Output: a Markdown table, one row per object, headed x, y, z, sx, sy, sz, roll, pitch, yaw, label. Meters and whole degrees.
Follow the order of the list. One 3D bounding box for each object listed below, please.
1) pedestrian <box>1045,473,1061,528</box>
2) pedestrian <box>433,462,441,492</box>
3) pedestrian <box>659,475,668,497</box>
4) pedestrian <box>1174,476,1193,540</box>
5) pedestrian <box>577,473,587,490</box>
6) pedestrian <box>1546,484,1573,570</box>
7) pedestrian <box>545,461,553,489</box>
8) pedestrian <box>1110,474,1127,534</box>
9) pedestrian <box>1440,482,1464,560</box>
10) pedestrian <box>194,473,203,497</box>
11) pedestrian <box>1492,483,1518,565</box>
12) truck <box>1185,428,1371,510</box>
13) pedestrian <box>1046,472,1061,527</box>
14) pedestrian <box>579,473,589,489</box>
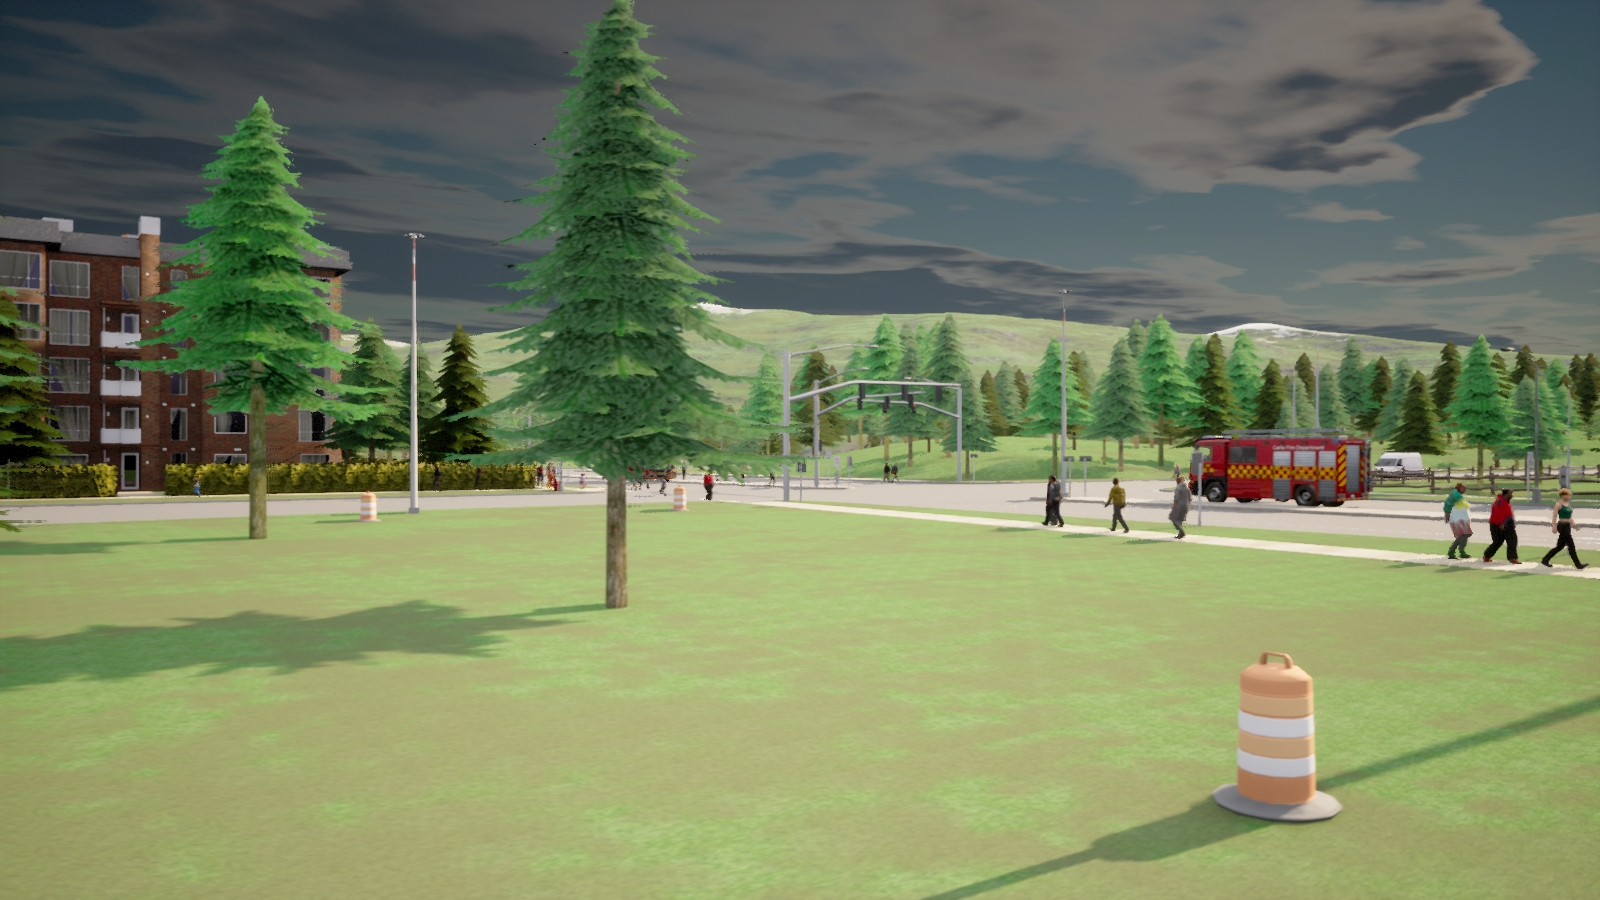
| x | y | z | sx | sy | sz | roll | pitch | yaw | label |
| --- | --- | --- | --- | --- | --- | --- | --- | --- | --- |
| 8.579 | 1.698 | 38.740 | 0.375 | 1.860 | 0.375 | 0 | 0 | -31 | pedestrian |
| -22.880 | 1.698 | 71.939 | 0.375 | 1.860 | 0.375 | 0 | 0 | -35 | pedestrian |
| -8.239 | 2.156 | 69.025 | 0.375 | 1.300 | 0.375 | 0 | 0 | -41 | pedestrian |
| 11.312 | 1.698 | 33.734 | 0.375 | 1.860 | 0.375 | 0 | 0 | -28 | pedestrian |
| -14.531 | 2.078 | 76.193 | 0.500 | 1.100 | 0.500 | 0 | 0 | -33 | pedestrian |
| 16.852 | 1.698 | 25.346 | 0.375 | 1.860 | 0.375 | 0 | 0 | -28 | pedestrian |
| -16.825 | 1.698 | 76.587 | 0.375 | 1.860 | 0.375 | 0 | 0 | -34 | pedestrian |
| 10.050 | 1.698 | 36.041 | 0.375 | 1.860 | 0.375 | 0 | 0 | -29 | pedestrian |
| 15.691 | 1.699 | 27.494 | 0.375 | 1.860 | 0.375 | 0 | 0 | -29 | pedestrian |
| -33.909 | 1.977 | 64.407 | 0.375 | 1.300 | 0.375 | 0 | 0 | -36 | pedestrian |
| 16.282 | 1.698 | 26.388 | 0.375 | 1.860 | 0.375 | 0 | 0 | -28 | pedestrian |
| 24.060 | 0.894 | 58.024 | 2.891 | 3.827 | 8.468 | 0 | 0 | -34 | truck |
| 8.762 | 1.698 | 39.488 | 0.375 | 1.860 | 0.375 | 0 | 0 | -29 | pedestrian |
| -14.509 | 2.077 | 76.795 | 0.500 | 1.100 | 0.500 | 0 | 0 | 18 | pedestrian |
